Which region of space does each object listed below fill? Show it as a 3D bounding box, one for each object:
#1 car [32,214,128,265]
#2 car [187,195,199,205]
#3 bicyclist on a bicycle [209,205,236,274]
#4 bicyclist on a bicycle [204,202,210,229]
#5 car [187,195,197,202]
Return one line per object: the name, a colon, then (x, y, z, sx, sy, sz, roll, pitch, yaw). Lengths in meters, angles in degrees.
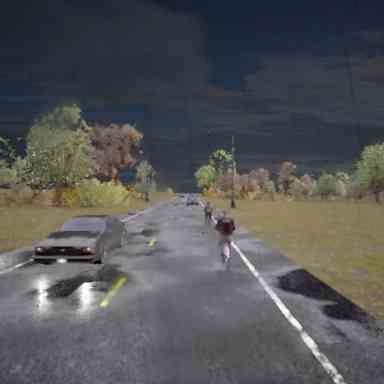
car: (-3.600, 1.524, 11.864, 2.033, 1.411, 5.357, 0, 0, 0)
car: (0.109, 1.438, 54.472, 2.033, 1.411, 5.357, 0, 0, 0)
bicyclist on a bicycle: (0.964, 1.351, 9.656, 0.659, 1.776, 1.843, 0, 0, 0)
bicyclist on a bicycle: (0.965, 1.415, 19.342, 0.582, 1.620, 1.656, 0, 0, 0)
car: (0.011, 1.392, 73.715, 2.033, 1.411, 5.357, 0, 0, 0)
